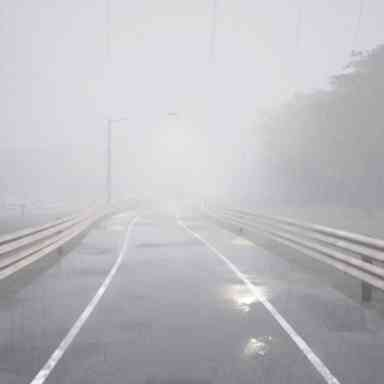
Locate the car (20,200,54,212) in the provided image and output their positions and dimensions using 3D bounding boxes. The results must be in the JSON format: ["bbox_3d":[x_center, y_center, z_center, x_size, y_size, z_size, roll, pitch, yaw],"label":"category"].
[{"bbox_3d":[-20.830,1.804,44.862,1.994,1.385,4.181,0,1,33],"label":"car"}]

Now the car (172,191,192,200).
[{"bbox_3d":[-2.286,0.683,73.772,2.150,2.045,5.566,0,2,33],"label":"car"}]
